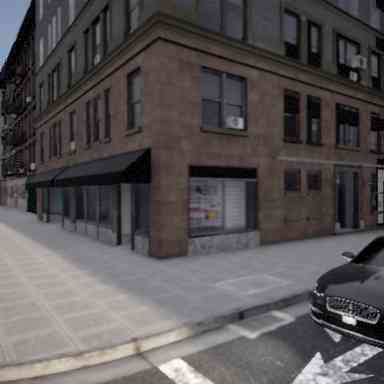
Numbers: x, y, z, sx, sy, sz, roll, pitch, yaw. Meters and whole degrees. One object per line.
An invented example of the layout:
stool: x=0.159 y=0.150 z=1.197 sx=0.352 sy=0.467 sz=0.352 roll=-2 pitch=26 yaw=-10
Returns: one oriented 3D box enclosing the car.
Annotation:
car: x=4.124 y=1.495 z=5.961 sx=4.892 sy=1.490 sz=1.837 roll=0 pitch=0 yaw=-36
